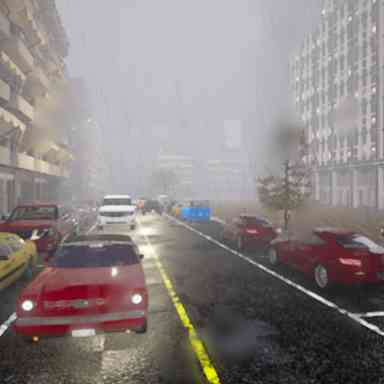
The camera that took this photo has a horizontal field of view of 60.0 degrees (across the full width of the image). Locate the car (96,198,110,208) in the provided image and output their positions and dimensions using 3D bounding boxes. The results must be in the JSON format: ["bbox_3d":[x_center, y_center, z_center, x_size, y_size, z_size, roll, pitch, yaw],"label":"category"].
[{"bbox_3d":[-13.509,1.617,50.588,1.802,1.307,4.206,0,0,-12],"label":"car"}]

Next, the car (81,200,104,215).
[{"bbox_3d":[-10.201,1.582,34.342,1.947,1.339,4.313,0,0,-12],"label":"car"}]

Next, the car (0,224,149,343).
[{"bbox_3d":[-1.914,1.602,6.680,1.895,1.301,4.718,0,0,-11],"label":"car"}]

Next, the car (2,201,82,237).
[{"bbox_3d":[-5.792,1.316,12.679,2.192,1.841,5.009,0,0,-12],"label":"car"}]

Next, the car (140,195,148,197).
[{"bbox_3d":[-6.203,1.381,43.645,2.097,1.767,4.553,0,0,-11],"label":"car"}]

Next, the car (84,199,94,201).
[{"bbox_3d":[-9.099,1.451,28.926,1.967,1.590,4.097,0,0,-12],"label":"car"}]

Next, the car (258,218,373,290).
[{"bbox_3d":[3.524,1.588,8.937,1.802,1.307,4.206,0,0,-12],"label":"car"}]

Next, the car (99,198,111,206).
[{"bbox_3d":[-14.612,1.624,56.003,1.802,1.307,4.206,0,0,-12],"label":"car"}]

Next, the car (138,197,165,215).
[{"bbox_3d":[-4.114,1.523,33.451,1.837,1.490,4.892,0,0,-11],"label":"car"}]

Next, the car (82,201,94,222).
[{"bbox_3d":[-7.996,1.557,23.512,2.008,1.369,4.403,0,0,-12],"label":"car"}]

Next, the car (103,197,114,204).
[{"bbox_3d":[-16.817,1.625,66.834,1.947,1.339,4.313,0,0,-12],"label":"car"}]

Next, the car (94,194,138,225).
[{"bbox_3d":[-4.774,1.229,21.195,2.150,2.045,5.566,0,0,-12],"label":"car"}]

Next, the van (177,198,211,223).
[{"bbox_3d":[0.215,1.354,25.183,1.690,1.788,3.998,0,0,-12],"label":"van"}]

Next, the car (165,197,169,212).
[{"bbox_3d":[-1.990,1.588,36.014,1.947,1.339,4.313,0,0,-12],"label":"car"}]

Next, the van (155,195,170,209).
[{"bbox_3d":[-4.197,1.376,46.846,1.690,1.788,3.998,0,0,-12],"label":"van"}]

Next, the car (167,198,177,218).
[{"bbox_3d":[-0.920,1.543,30.764,1.752,1.417,4.829,0,0,-12],"label":"car"}]

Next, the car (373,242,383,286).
[{"bbox_3d":[4.593,1.530,3.687,1.752,1.417,4.829,0,0,-12],"label":"car"}]

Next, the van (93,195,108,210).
[{"bbox_3d":[-12.408,1.369,45.173,1.690,1.788,3.998,0,0,-12],"label":"van"}]

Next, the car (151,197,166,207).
[{"bbox_3d":[-5.332,1.567,52.426,1.752,1.417,4.829,0,0,-12],"label":"car"}]

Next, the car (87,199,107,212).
[{"bbox_3d":[-11.304,1.566,39.757,1.887,1.381,4.507,0,0,-12],"label":"car"}]

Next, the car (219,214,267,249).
[{"bbox_3d":[2.421,1.589,14.351,1.802,1.307,4.206,0,0,-12],"label":"car"}]

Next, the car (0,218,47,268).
[{"bbox_3d":[-4.654,1.525,7.098,1.752,1.417,4.829,0,0,-12],"label":"car"}]

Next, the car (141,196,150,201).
[{"bbox_3d":[-11.914,1.640,84.754,1.887,1.381,4.507,0,0,-12],"label":"car"}]

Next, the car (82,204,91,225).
[{"bbox_3d":[-6.893,1.554,18.096,2.008,1.369,4.403,0,0,-12],"label":"car"}]

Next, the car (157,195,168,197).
[{"bbox_3d":[-3.093,1.468,41.429,1.967,1.590,4.097,0,0,-12],"label":"car"}]
